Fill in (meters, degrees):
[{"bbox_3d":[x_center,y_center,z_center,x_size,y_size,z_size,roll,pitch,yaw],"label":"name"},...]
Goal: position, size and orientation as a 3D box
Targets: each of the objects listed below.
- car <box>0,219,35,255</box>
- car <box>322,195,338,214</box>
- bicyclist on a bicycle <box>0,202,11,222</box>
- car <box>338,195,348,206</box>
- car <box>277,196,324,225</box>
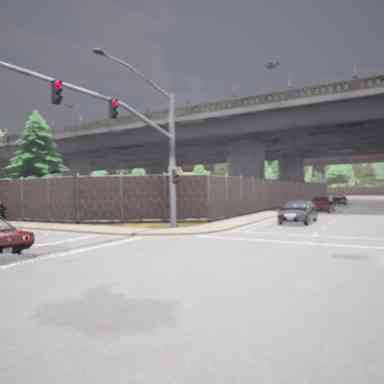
[{"bbox_3d":[-7.891,1.628,11.980,4.718,1.301,1.895,-1,0,31],"label":"car"},{"bbox_3d":[11.909,1.136,30.590,1.882,1.535,5.008,-1,0,30],"label":"car"},{"bbox_3d":[-13.590,1.349,23.516,0.582,1.620,1.656,-1,1,30],"label":"bicyclist on a bicycle"},{"bbox_3d":[18.905,1.039,42.917,1.994,1.385,4.181,-1,0,30],"label":"car"},{"bbox_3d":[7.027,1.277,21.961,2.128,1.511,4.902,-1,0,30],"label":"car"}]
